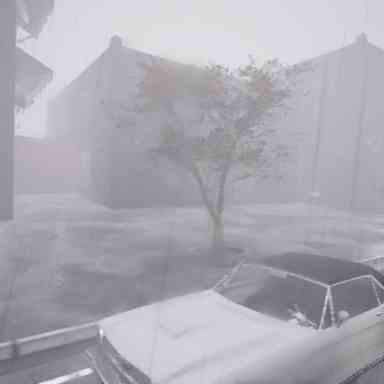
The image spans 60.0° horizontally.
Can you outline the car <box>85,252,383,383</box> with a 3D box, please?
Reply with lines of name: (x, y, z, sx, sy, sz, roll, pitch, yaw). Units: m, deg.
car: (1.194, 1.572, 4.228, 4.718, 1.301, 1.895, -1, 1, -36)
